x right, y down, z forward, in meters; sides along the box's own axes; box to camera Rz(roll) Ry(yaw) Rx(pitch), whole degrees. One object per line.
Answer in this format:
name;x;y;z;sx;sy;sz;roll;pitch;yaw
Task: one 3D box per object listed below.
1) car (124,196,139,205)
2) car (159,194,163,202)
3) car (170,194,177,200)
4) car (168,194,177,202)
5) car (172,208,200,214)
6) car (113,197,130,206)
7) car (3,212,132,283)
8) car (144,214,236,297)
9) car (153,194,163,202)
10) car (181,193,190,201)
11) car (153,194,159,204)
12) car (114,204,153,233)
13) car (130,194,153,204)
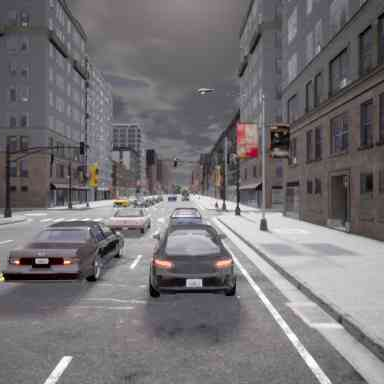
car;-10.986;1.552;60.774;1.812;1.442;4.674;0;0;-1
car;-7.846;1.554;69.300;2.128;1.511;4.902;0;0;-1
car;-5.021;1.399;90.757;1.837;1.490;4.892;0;0;-1
car;-4.814;1.503;80.340;1.882;1.535;5.008;0;0;-1
car;-0.326;1.553;18.069;2.033;1.411;5.357;0;0;-1
car;-10.838;1.501;51.551;1.882;1.535;5.008;0;0;-1
car;-3.309;1.550;9.728;2.033;1.411;5.357;0;0;-1
car;-0.035;1.528;8.482;1.812;1.442;4.674;0;0;-2
car;-8.049;1.371;79.532;2.097;1.767;4.553;0;0;-1
car;-1.573;1.621;80.851;1.895;1.301;4.718;0;0;-1
car;-7.723;1.518;59.430;2.128;1.511;4.902;0;0;-1
car;-3.505;1.607;19.486;1.895;1.301;4.718;0;0;-1
car;-7.556;1.514;50.077;2.128;1.511;4.902;0;0;-1
